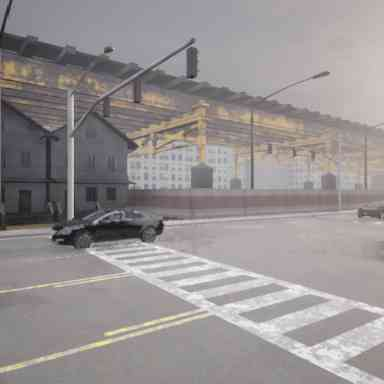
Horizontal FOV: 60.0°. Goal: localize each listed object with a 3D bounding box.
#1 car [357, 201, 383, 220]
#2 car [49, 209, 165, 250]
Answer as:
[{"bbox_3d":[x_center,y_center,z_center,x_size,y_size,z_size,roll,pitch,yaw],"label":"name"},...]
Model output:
[{"bbox_3d":[16.008,1.472,28.275,5.008,1.535,1.882,0,0,-35],"label":"car"},{"bbox_3d":[-3.509,1.490,14.381,4.902,1.511,2.128,0,0,-35],"label":"car"}]
